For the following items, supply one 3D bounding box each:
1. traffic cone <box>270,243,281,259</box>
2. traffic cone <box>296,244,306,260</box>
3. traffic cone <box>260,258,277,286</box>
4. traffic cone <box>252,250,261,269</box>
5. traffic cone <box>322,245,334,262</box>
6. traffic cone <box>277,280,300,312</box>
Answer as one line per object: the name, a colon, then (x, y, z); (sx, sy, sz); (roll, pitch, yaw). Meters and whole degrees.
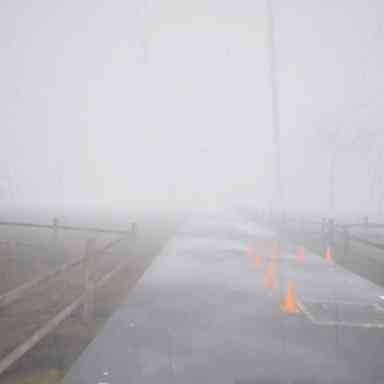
traffic cone: (3.238, 2.269, 12.844); (0.340, 0.580, 0.340); (2, -1, 2)
traffic cone: (4.236, 2.309, 12.808); (0.340, 0.580, 0.340); (2, -1, 2)
traffic cone: (2.097, 2.162, 8.883); (0.340, 0.580, 0.340); (2, -1, 2)
traffic cone: (2.168, 2.194, 10.882); (0.340, 0.580, 0.340); (2, -1, 2)
traffic cone: (5.232, 2.348, 12.772); (0.340, 0.580, 0.340); (2, -1, 2)
traffic cone: (2.026, 2.129, 6.884); (0.340, 0.580, 0.340); (2, -1, 2)
